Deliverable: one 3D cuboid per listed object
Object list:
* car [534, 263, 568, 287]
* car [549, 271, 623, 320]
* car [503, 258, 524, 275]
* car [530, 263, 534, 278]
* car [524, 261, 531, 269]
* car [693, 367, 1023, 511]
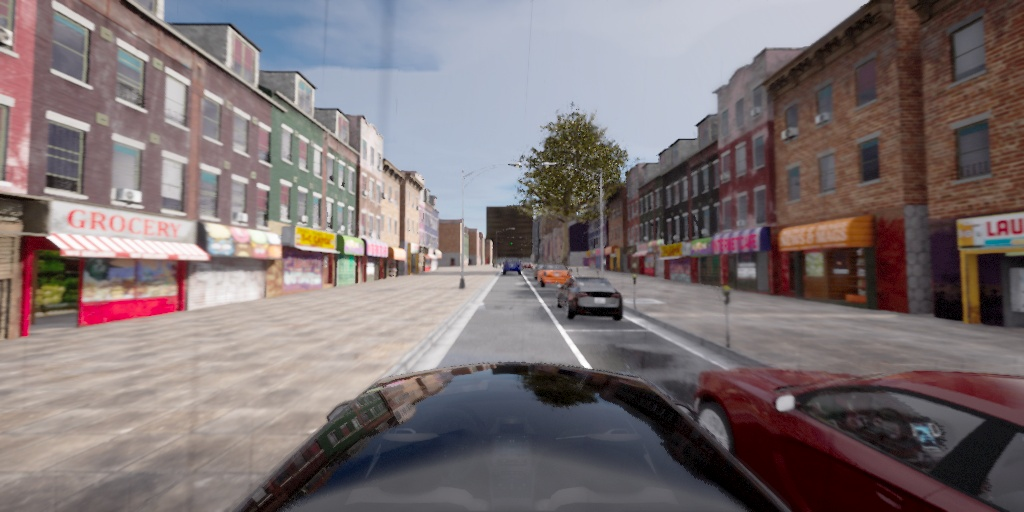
[{"bbox_3d":[2.988,1.268,26.100,2.097,1.767,4.553,0,0,0],"label":"car"},{"bbox_3d":[2.641,1.401,12.920,1.948,1.339,4.313,0,0,0],"label":"car"},{"bbox_3d":[0.025,1.285,45.134,2.150,2.045,5.566,0,-1,1],"label":"car"},{"bbox_3d":[3.015,1.438,33.133,1.882,1.535,5.008,0,0,0],"label":"car"},{"bbox_3d":[2.641,1.639,62.901,1.967,1.591,4.097,0,0,0],"label":"car"},{"bbox_3d":[2.640,1.295,1.806,1.888,1.381,4.507,0,0,0],"label":"car"}]
